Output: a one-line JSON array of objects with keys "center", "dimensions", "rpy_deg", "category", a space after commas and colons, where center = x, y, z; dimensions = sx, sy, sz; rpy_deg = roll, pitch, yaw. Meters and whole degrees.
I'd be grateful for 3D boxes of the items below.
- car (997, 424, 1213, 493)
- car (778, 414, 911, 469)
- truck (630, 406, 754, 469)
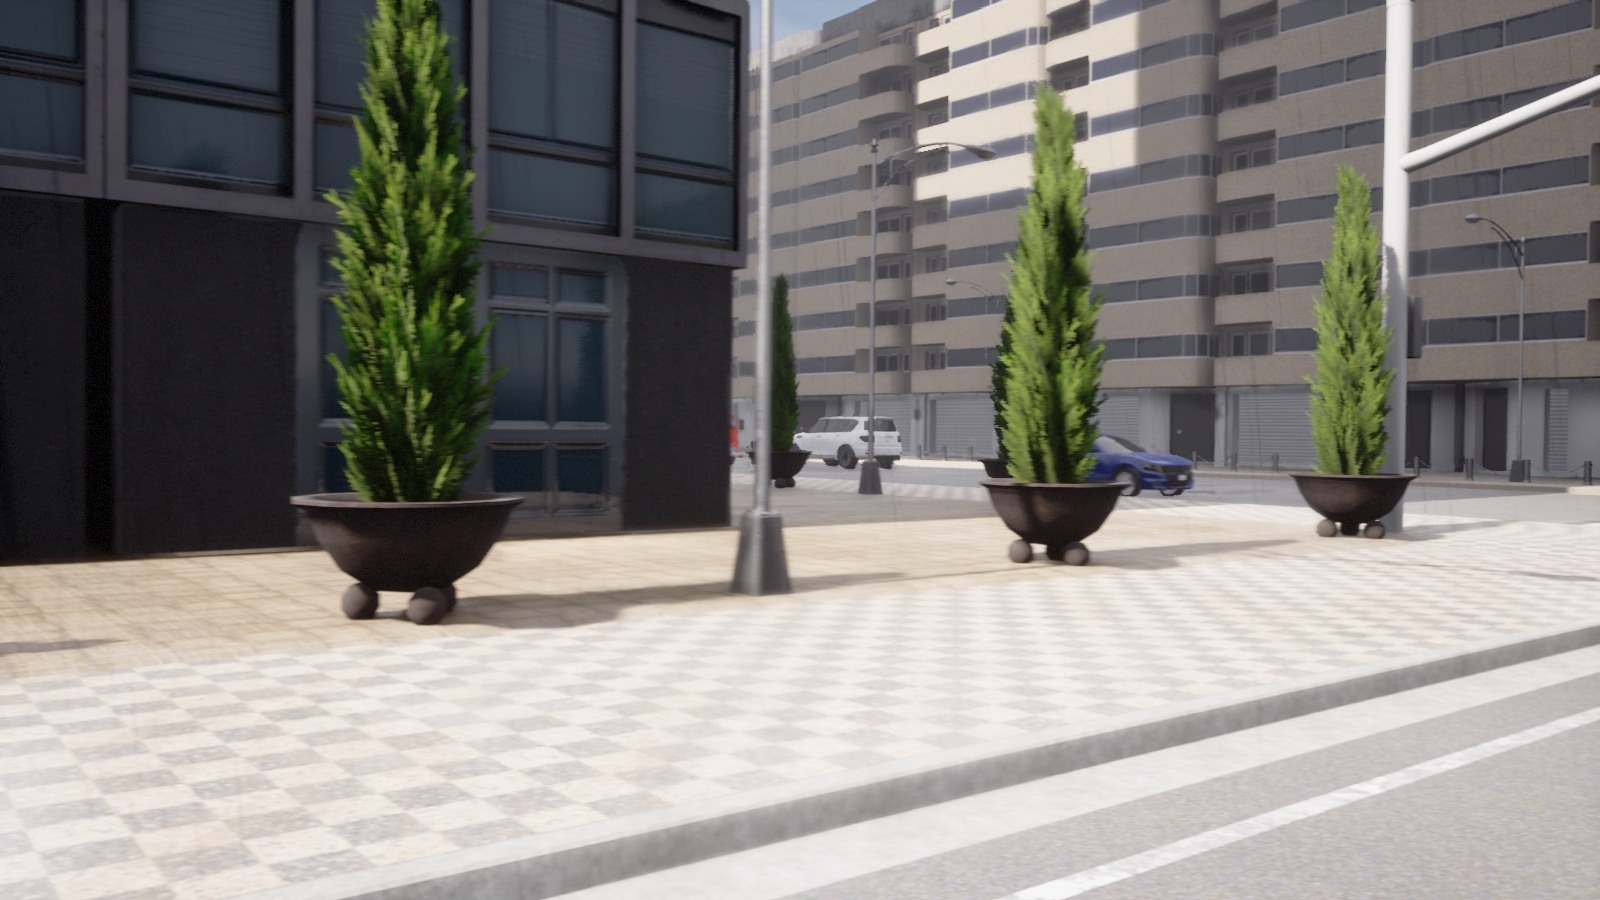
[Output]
[{"center": [7.296, 0.156, 30.495], "dimensions": [1.882, 1.535, 5.008], "rpy_deg": [-1, 1, -38], "category": "car"}, {"center": [1.653, -0.347, 49.262], "dimensions": [2.150, 2.045, 5.566], "rpy_deg": [-1, 1, -38], "category": "car"}, {"center": [-4.479, -0.525, 51.485], "dimensions": [2.627, 2.467, 5.204], "rpy_deg": [-1, 1, -38], "category": "truck"}]
